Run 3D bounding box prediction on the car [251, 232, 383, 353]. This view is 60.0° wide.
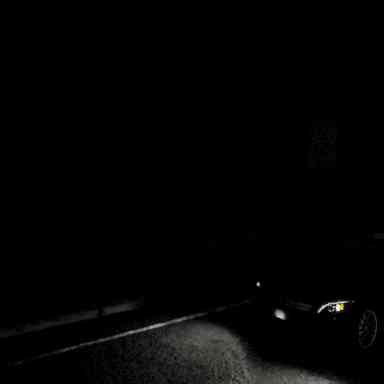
[{"bbox_3d":[3.200,1.539,6.270,4.674,1.442,1.812,0,0,-35],"label":"car"}]
